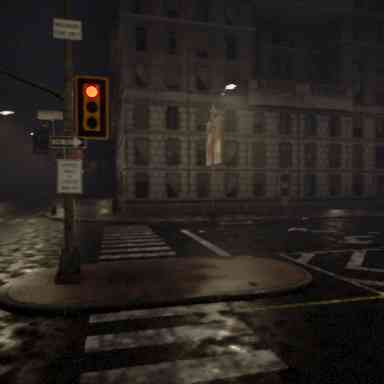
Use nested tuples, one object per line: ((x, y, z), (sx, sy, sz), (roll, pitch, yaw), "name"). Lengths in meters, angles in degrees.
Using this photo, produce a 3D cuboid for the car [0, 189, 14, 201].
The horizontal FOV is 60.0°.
((-32.788, 0.532, 56.503), (2.150, 2.045, 5.566), (0, 2, 5), "car")
